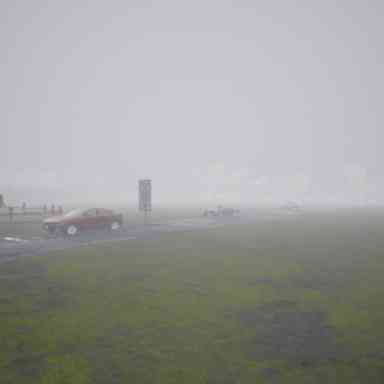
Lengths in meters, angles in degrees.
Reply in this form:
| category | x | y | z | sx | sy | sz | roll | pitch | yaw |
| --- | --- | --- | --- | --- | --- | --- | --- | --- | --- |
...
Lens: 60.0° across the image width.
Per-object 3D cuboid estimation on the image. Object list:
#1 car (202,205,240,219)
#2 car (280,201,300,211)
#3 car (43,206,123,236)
| category | x | y | z | sx | sy | sz | roll | pitch | yaw |
| --- | --- | --- | --- | --- | --- | --- | --- | --- | --- |
| car | 2.901 | 1.943 | 33.077 | 1.895 | 1.301 | 4.718 | -1 | -1 | 35 |
| car | 14.571 | 2.063 | 49.352 | 1.837 | 1.490 | 4.892 | -1 | -1 | 35 |
| car | -6.388 | 1.659 | 19.989 | 1.882 | 1.535 | 5.008 | -1 | -1 | 35 |
